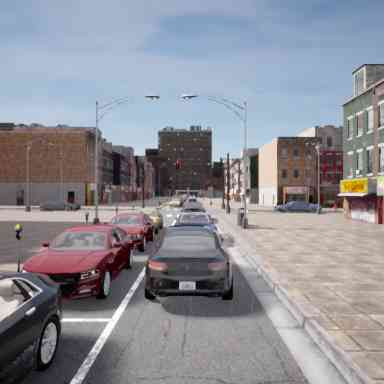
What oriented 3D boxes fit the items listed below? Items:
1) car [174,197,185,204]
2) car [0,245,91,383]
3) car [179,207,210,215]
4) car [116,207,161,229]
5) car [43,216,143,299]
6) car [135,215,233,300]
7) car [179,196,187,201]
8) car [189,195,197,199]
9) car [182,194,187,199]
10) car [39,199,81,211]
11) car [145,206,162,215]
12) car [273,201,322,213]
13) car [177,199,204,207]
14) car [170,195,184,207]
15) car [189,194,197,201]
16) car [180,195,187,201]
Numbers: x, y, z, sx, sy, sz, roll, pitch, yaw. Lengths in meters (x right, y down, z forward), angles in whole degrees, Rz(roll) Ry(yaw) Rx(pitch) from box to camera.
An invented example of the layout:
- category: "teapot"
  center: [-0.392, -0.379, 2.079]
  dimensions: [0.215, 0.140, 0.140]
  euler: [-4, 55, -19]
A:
- category: "car"
  center: [-2.508, 1.684, 67.758]
  dimensions: [2.008, 1.369, 4.403]
  euler: [0, 0, 0]
- category: "car"
  center: [-2.628, 1.552, 2.986]
  dimensions: [2.008, 1.369, 4.403]
  euler: [0, 0, 0]
- category: "car"
  center: [0.123, 1.612, 15.710]
  dimensions: [1.895, 1.301, 4.718]
  euler: [0, 0, 0]
- category: "car"
  center: [-2.608, 1.553, 13.975]
  dimensions: [1.887, 1.381, 4.507]
  euler: [0, 0, 0]
- category: "car"
  center: [-2.618, 1.548, 8.480]
  dimensions: [1.887, 1.381, 4.507]
  euler: [0, 0, 0]
- category: "car"
  center: [-0.040, 1.530, 8.316]
  dimensions: [1.812, 1.442, 4.674]
  euler: [0, 0, 1]
- category: "car"
  center: [-2.467, 1.760, 89.534]
  dimensions: [1.887, 1.381, 4.507]
  euler: [0, 0, 0]
- category: "car"
  center: [0.150, 1.775, 80.054]
  dimensions: [1.895, 1.301, 4.718]
  euler: [0, 0, 0]
- category: "car"
  center: [-2.527, 1.413, 56.870]
  dimensions: [2.192, 1.841, 5.009]
  euler: [0, 0, 0]
- category: "car"
  center: [-14.469, 1.506, 36.581]
  dimensions: [4.181, 1.385, 1.994]
  euler: [0, 0, 0]
- category: "car"
  center: [-2.598, 1.541, 19.298]
  dimensions: [1.752, 1.417, 4.829]
  euler: [0, 0, 0]
- category: "car"
  center: [12.518, 1.756, 39.619]
  dimensions: [5.357, 1.411, 2.033]
  euler: [1, 0, 0]
- category: "car"
  center: [0.160, 1.531, 26.011]
  dimensions: [1.837, 1.490, 4.892]
  euler: [0, 0, 2]
- category: "car"
  center: [-2.539, 1.608, 51.256]
  dimensions: [1.752, 1.417, 4.829]
  euler: [0, 0, 0]
- category: "car"
  center: [0.172, 1.580, 91.886]
  dimensions: [2.097, 1.767, 4.553]
  euler: [0, 0, 0]
- category: "car"
  center: [-2.457, 1.676, 94.978]
  dimensions: [1.967, 1.590, 4.097]
  euler: [0, 0, 0]
